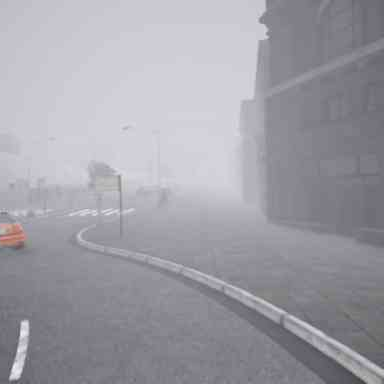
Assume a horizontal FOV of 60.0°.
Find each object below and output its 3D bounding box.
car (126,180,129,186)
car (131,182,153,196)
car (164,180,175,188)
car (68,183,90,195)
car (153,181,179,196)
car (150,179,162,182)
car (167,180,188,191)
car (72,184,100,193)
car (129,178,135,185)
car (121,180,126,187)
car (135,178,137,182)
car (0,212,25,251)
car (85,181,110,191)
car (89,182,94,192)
[{"bbox_3d":[-17.997,-1.922,77.991,4.892,1.521,2.231,-3,4,-17],"label":"car"},{"bbox_3d":[-6.660,-0.236,47.835,2.128,1.511,4.902,-1,4,8],"label":"car"},{"bbox_3d":[-4.576,-1.727,68.443,1.812,1.442,4.674,-1,4,3],"label":"car"},{"bbox_3d":[-19.832,-0.256,54.480,4.792,1.488,2.163,-3,4,-13],"label":"car"},{"bbox_3d":[-3.647,-0.338,47.731,1.882,1.535,5.008,-1,4,8],"label":"car"},{"bbox_3d":[-5.467,-0.976,58.126,1.882,1.535,5.008,-1,4,5],"label":"car"},{"bbox_3d":[-2.489,-1.025,57.765,2.128,1.511,4.902,-1,4,5],"label":"car"},{"bbox_3d":[-19.190,-0.668,60.356,4.674,1.452,2.002,-3,4,-14],"label":"car"},{"bbox_3d":[-17.821,-2.310,83.889,5.008,1.535,2.097,-3,4,-18],"label":"car"},{"bbox_3d":[-18.128,-1.725,75.041,4.892,1.521,2.231,-3,4,-17],"label":"car"},{"bbox_3d":[-17.743,-2.499,86.844,5.008,1.535,2.097,-3,4,-18],"label":"car"},{"bbox_3d":[-9.073,1.565,13.590,4.553,1.767,2.097,-1,0,27],"label":"car"},{"bbox_3d":[-18.721,-1.244,66.205,4.553,1.767,2.185,-3,4,-15],"label":"car"},{"bbox_3d":[-19.475,-0.499,57.416,4.892,1.521,2.231,-3,4,-13],"label":"car"}]
